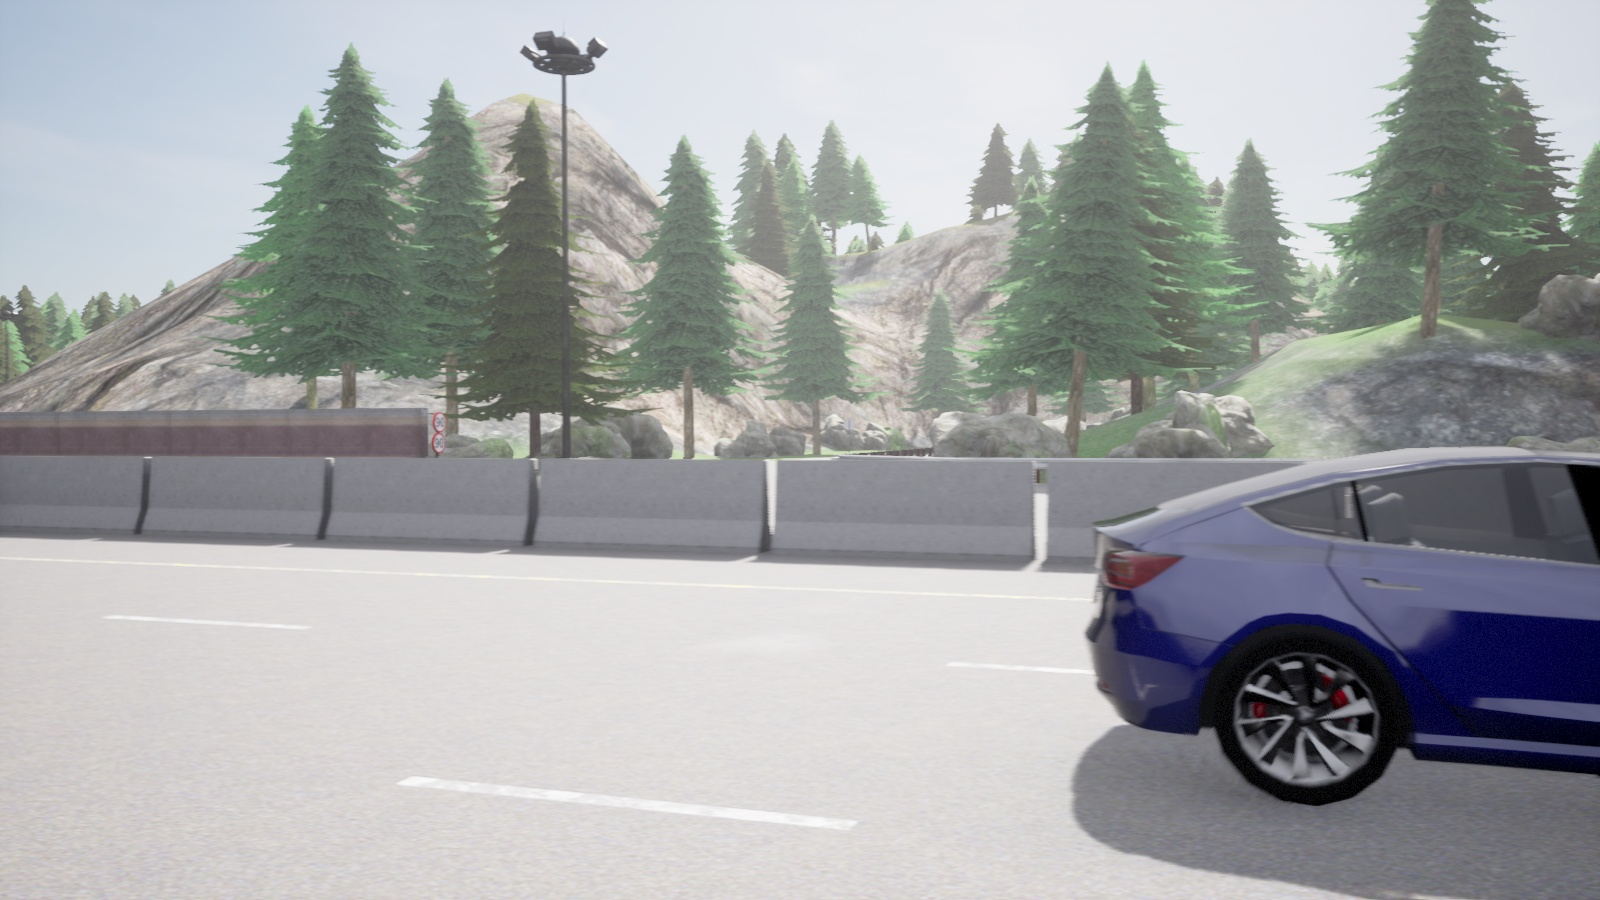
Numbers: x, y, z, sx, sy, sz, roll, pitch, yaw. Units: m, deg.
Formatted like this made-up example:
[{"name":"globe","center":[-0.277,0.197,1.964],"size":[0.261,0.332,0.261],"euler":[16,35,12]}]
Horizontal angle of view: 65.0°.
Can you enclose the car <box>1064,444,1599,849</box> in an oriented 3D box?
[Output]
[{"name":"car","center":[3.750,0.750,5.625],"size":[4.792,1.488,2.163],"euler":[1,1,19]}]
